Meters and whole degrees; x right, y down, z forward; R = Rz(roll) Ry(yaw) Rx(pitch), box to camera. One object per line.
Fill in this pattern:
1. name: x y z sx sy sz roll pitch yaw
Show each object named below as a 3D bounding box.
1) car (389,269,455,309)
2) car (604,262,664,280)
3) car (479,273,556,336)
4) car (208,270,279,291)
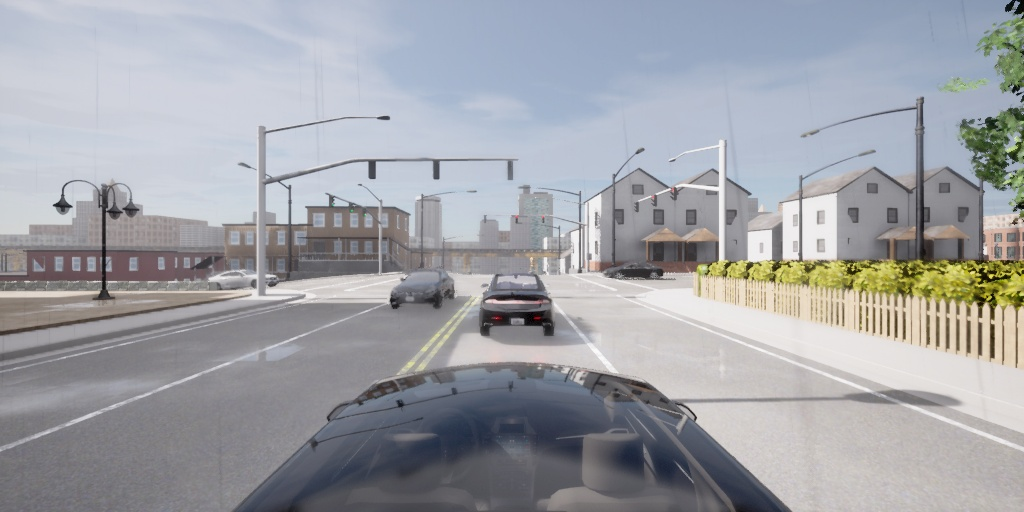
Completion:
1. car: -3.580 1.276 15.103 1.812 1.442 4.674 0 0 1
2. car: 10.266 1.256 30.329 4.892 1.490 1.837 0 0 -1
3. car: 0.118 1.242 10.372 2.128 1.511 4.902 0 0 0
4. car: -19.659 1.742 26.244 4.674 1.442 1.812 -4 0 1
